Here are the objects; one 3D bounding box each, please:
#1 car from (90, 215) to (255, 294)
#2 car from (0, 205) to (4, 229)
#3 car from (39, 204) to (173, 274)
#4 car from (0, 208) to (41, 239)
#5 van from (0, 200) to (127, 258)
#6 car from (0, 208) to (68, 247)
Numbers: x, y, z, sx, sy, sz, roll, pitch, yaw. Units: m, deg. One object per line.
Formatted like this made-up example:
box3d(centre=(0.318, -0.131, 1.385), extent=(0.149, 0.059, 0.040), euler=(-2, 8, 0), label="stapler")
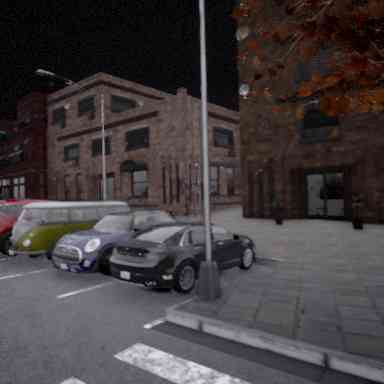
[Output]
box3d(centre=(0.017, 1.531, 9.133), extent=(2.231, 1.521, 4.892), euler=(-1, 0, 38), label="car")
box3d(centre=(-15.050, 1.660, 20.791), extent=(1.946, 1.575, 5.366), euler=(0, 0, 40), label="car")
box3d(centre=(-2.143, 1.429, 10.845), extent=(2.185, 1.767, 4.553), euler=(-1, 0, 38), label="car")
box3d(centre=(-10.722, 1.676, 17.476), extent=(2.002, 1.452, 4.674), euler=(0, 0, 39), label="car")
box3d(centre=(-4.417, 1.353, 12.411), extent=(1.878, 1.987, 4.442), euler=(-1, 0, 38), label="van")
box3d(centre=(-8.692, 1.650, 15.826), extent=(2.163, 1.488, 4.792), euler=(0, 0, 39), label="car")
